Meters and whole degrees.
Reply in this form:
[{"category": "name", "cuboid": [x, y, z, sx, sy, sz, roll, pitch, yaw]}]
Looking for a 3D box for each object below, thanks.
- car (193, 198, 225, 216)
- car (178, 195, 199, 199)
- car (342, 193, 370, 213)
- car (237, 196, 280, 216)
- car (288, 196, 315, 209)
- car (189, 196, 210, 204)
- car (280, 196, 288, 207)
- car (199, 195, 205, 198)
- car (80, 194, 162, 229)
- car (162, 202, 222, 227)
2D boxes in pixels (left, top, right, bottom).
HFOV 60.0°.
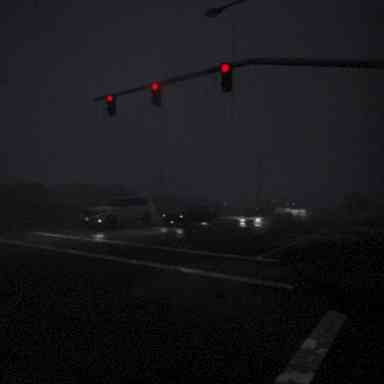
[{"category": "car", "cuboid": [1.489, 1.601, 31.732, 1.812, 1.442, 4.674, -1, 0, 34]}, {"category": "car", "cuboid": [-1.607, 1.455, 65.098, 4.605, 1.855, 1.932, -1, 0, 35]}, {"category": "car", "cuboid": [18.359, 1.180, 37.182, 2.150, 2.045, 5.566, -1, 0, 35]}, {"category": "car", "cuboid": [6.732, 1.515, 33.141, 1.882, 1.535, 5.008, -1, 0, 35]}, {"category": "car", "cuboid": [15.276, 1.512, 45.254, 2.128, 1.511, 4.902, -1, 0, 35]}, {"category": "car", "cuboid": [1.591, 1.691, 69.669, 3.806, 1.475, 1.970, -1, 0, 35]}, {"category": "car", "cuboid": [14.105, 1.400, 49.641, 2.097, 1.767, 4.553, -1, 0, 36]}, {"category": "car", "cuboid": [-0.089, 1.663, 67.312, 3.905, 1.438, 1.784, -1, 0, 35]}, {"category": "car", "cuboid": [-4.885, 1.310, 22.694, 2.150, 2.045, 5.566, -1, 0, 35]}, {"category": "car", "cuboid": [-0.054, 1.652, 23.475, 1.895, 1.301, 4.718, -1, 0, 35]}]
